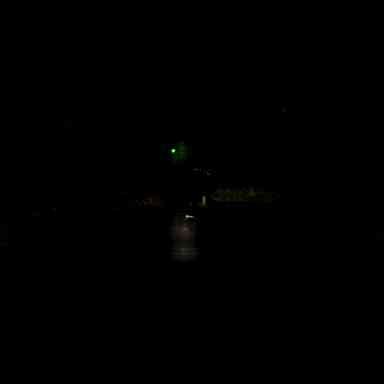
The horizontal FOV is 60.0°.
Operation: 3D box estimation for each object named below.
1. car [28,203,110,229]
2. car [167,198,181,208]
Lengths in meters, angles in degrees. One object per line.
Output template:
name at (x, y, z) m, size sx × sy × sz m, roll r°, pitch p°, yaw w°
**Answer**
car at (-7.773, 1.461, 21.387) m, size 5.008 × 1.535 × 1.882 m, roll 1°, pitch 2°, yaw -39°
car at (-2.688, 1.666, 50.676) m, size 1.882 × 1.535 × 5.008 m, roll 0°, pitch 0°, yaw 0°
